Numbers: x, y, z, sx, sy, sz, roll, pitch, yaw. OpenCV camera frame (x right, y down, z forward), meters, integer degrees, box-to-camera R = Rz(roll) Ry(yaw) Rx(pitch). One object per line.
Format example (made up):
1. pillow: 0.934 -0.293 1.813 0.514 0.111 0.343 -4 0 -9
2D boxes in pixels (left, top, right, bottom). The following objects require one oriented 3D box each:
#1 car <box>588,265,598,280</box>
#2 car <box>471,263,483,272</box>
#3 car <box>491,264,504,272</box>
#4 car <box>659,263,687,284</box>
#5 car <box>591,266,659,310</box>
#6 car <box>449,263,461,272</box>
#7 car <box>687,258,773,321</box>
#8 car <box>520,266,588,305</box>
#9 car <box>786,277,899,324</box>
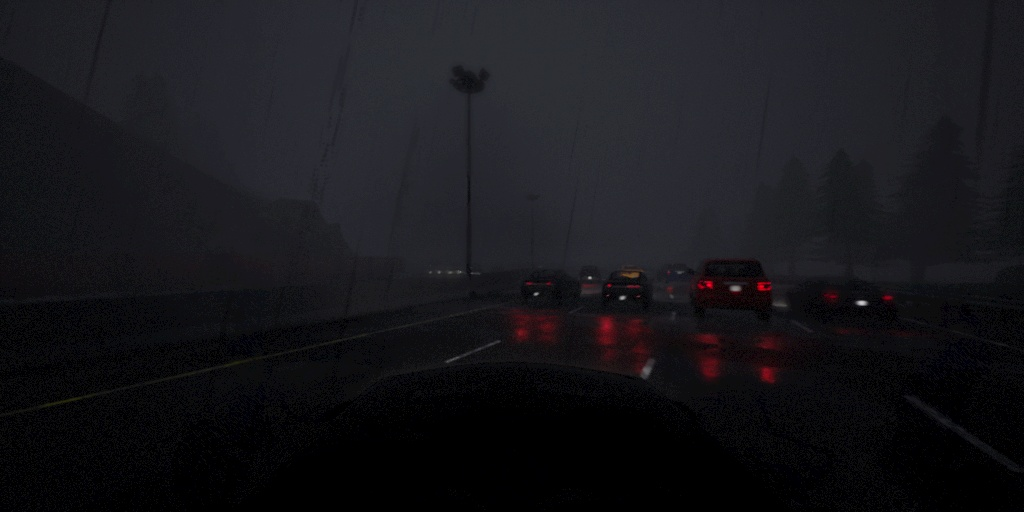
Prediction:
1. car: 7.034 1.582 32.500 1.837 1.490 4.892 0 0 12
2. car: -5.767 1.870 58.253 1.837 1.490 4.892 0 0 -7
3. car: -2.419 1.982 59.803 1.895 1.301 4.718 0 -1 -8
4. car: 13.804 1.399 30.729 2.097 1.767 4.553 0 -1 12
5. car: 5.139 1.389 15.788 2.128 1.511 4.902 0 -1 23
6. car: -9.806 1.886 61.619 1.882 1.535 5.008 0 -1 -10
7. car: 7.943 1.093 13.428 2.150 2.045 5.566 0 0 24
8. car: 1.983 1.409 17.301 2.128 1.511 4.902 0 -1 23
9. car: 11.445 1.421 12.768 1.994 1.385 4.181 0 -1 23
